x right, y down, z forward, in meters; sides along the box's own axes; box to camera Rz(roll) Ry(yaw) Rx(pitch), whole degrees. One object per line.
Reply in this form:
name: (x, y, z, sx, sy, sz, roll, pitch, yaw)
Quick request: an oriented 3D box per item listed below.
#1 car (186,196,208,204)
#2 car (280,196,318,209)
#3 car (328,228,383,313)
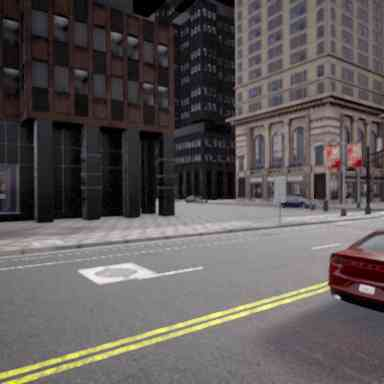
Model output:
car: (0.801, 1.391, 58.233, 2.128, 1.511, 4.902, -1, 0, -35)
car: (13.078, 1.228, 40.832, 2.097, 1.767, 4.553, -1, 0, -35)
car: (4.859, 1.443, 6.904, 5.008, 1.535, 1.882, 0, 0, -36)
